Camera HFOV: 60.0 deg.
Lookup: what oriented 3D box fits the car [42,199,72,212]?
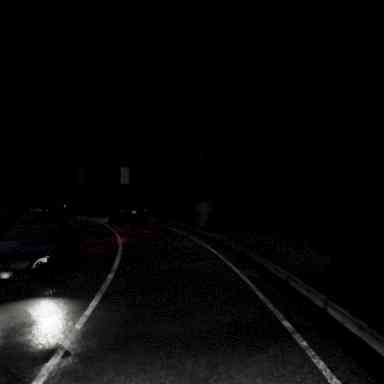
[{"bbox_3d":[-15.562,1.498,38.184,4.181,1.385,1.994,1,0,43],"label":"car"}]

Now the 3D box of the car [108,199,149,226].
[{"bbox_3d":[-4.607,1.344,23.525,2.097,1.767,4.553,0,0,-23],"label":"car"}]

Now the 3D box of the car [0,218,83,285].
[{"bbox_3d":[-4.325,1.519,9.469,1.812,1.442,4.674,0,0,-8],"label":"car"}]
